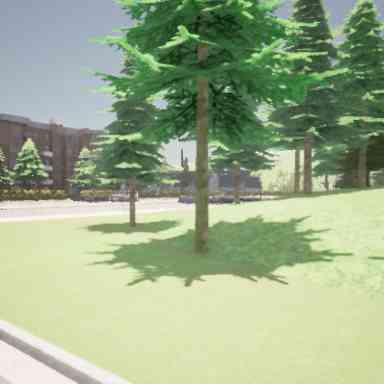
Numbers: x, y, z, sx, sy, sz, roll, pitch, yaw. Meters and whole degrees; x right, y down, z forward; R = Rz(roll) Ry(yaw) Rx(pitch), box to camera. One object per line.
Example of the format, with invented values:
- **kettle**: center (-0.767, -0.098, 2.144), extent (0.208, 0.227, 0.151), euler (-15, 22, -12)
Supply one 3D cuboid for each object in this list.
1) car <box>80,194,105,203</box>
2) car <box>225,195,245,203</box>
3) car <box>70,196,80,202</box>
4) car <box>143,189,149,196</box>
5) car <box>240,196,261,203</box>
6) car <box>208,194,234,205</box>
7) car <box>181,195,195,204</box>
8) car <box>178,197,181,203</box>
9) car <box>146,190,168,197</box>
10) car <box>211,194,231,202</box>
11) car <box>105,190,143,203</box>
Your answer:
- **car**: center (-15.922, 1.068, 56.190), extent (1.812, 1.442, 4.674), euler (1, 0, 36)
- **car**: center (8.358, 1.295, 64.315), extent (1.895, 1.301, 4.718), euler (1, 0, 35)
- **car**: center (-18.821, 1.108, 58.128), extent (1.895, 1.301, 4.718), euler (1, 0, 36)
- **car**: center (-9.643, 0.348, 70.910), extent (2.150, 2.045, 5.566), euler (1, 0, 35)
- **car**: center (11.210, 1.330, 62.286), extent (1.895, 1.301, 4.718), euler (1, 0, 35)
- **car**: center (4.736, 1.218, 53.123), extent (2.128, 1.511, 4.902), euler (1, 0, 36)
- **car**: center (1.061, 1.242, 54.021), extent (2.033, 1.411, 5.357), euler (1, 0, 36)
- **car**: center (-0.549, 1.223, 57.760), extent (1.994, 1.385, 4.181), euler (1, 0, 36)
- **car**: center (-6.777, 0.710, 68.908), extent (1.994, 1.385, 4.181), euler (1, 0, 35)
- **car**: center (5.857, 1.184, 66.836), extent (1.812, 1.442, 4.674), euler (1, 0, 35)
- **car**: center (-11.464, 0.802, 56.417), extent (2.150, 2.045, 5.566), euler (1, 0, 36)
